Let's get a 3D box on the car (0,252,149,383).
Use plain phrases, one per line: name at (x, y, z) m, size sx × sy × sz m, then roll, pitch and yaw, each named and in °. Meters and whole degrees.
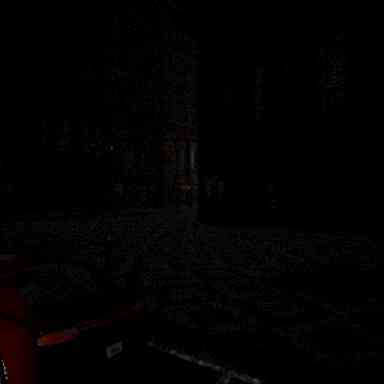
car at (-2.647, 1.563, 4.876) m, size 4.507 × 1.381 × 1.887 m, roll 0°, pitch 0°, yaw 36°
